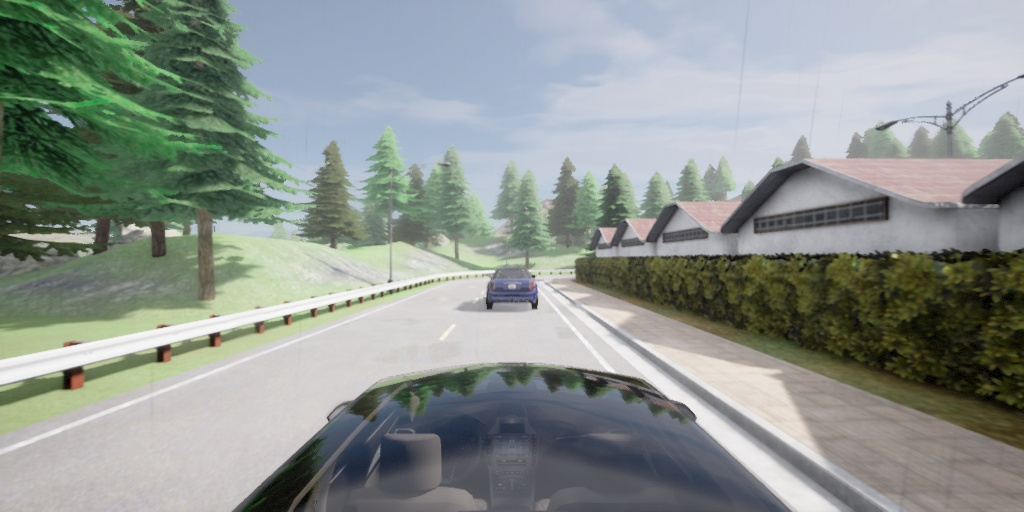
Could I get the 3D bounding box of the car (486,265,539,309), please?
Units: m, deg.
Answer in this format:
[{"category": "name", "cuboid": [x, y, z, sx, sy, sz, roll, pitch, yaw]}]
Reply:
[{"category": "car", "cuboid": [0.010, 1.230, 15.931, 2.097, 1.767, 4.553, 0, -1, 0]}]
